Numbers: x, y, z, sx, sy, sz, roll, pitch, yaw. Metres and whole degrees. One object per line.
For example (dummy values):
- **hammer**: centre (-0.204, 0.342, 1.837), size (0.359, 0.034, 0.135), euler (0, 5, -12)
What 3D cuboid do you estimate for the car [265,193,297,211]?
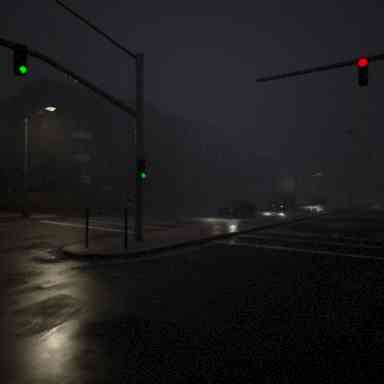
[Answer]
- **car**: centre (10.467, 1.121, 38.732), size (2.150, 2.045, 5.566), euler (1, 0, 35)

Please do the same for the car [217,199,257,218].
- **car**: centre (4.056, 1.377, 29.595), size (1.882, 1.535, 5.008), euler (1, 0, 35)

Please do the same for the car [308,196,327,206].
- **car**: centre (19.554, 1.390, 51.616), size (2.128, 1.511, 4.902), euler (1, 0, 36)
